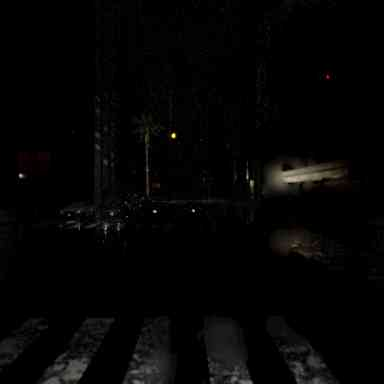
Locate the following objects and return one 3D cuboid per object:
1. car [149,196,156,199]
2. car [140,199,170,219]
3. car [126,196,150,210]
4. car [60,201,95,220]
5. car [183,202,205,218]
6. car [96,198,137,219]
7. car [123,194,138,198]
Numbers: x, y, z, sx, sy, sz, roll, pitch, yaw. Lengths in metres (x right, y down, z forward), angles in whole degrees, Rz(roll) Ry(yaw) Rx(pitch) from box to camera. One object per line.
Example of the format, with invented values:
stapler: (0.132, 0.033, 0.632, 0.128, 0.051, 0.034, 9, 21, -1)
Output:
car: (-6.505, 1.449, 51.114, 2.097, 1.767, 4.553, 0, 0, 0)
car: (-3.108, 1.602, 29.829, 1.994, 1.385, 4.181, 0, 0, 0)
car: (-6.529, 1.587, 39.789, 1.812, 1.442, 4.674, 0, 0, 0)
car: (-9.803, 1.562, 28.843, 1.812, 1.442, 4.674, 0, 0, 0)
car: (0.143, 1.604, 31.050, 1.994, 1.385, 4.181, 0, 0, 0)
car: (-6.564, 1.529, 29.444, 2.128, 1.511, 4.902, 0, 0, -2)
car: (-9.734, 1.320, 52.066, 2.150, 2.045, 5.566, 0, 0, 2)
